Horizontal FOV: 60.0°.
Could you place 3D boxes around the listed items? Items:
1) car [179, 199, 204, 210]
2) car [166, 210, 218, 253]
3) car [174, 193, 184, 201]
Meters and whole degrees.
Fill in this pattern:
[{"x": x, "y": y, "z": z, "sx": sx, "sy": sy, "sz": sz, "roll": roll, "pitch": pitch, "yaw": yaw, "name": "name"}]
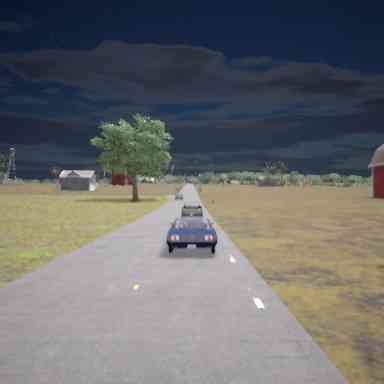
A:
[{"x": 0.007, "y": 1.616, "z": 29.292, "sx": 2.128, "sy": 1.511, "sz": 4.902, "roll": 0, "pitch": 0, "yaw": 0, "name": "car"}, {"x": 0.003, "y": 1.673, "z": 14.101, "sx": 1.895, "sy": 1.301, "sz": 4.718, "roll": 0, "pitch": 0, "yaw": 0, "name": "car"}, {"x": -2.747, "y": 1.060, "z": 71.751, "sx": 1.837, "sy": 1.490, "sz": 4.892, "roll": 0, "pitch": 2, "yaw": 0, "name": "car"}]
